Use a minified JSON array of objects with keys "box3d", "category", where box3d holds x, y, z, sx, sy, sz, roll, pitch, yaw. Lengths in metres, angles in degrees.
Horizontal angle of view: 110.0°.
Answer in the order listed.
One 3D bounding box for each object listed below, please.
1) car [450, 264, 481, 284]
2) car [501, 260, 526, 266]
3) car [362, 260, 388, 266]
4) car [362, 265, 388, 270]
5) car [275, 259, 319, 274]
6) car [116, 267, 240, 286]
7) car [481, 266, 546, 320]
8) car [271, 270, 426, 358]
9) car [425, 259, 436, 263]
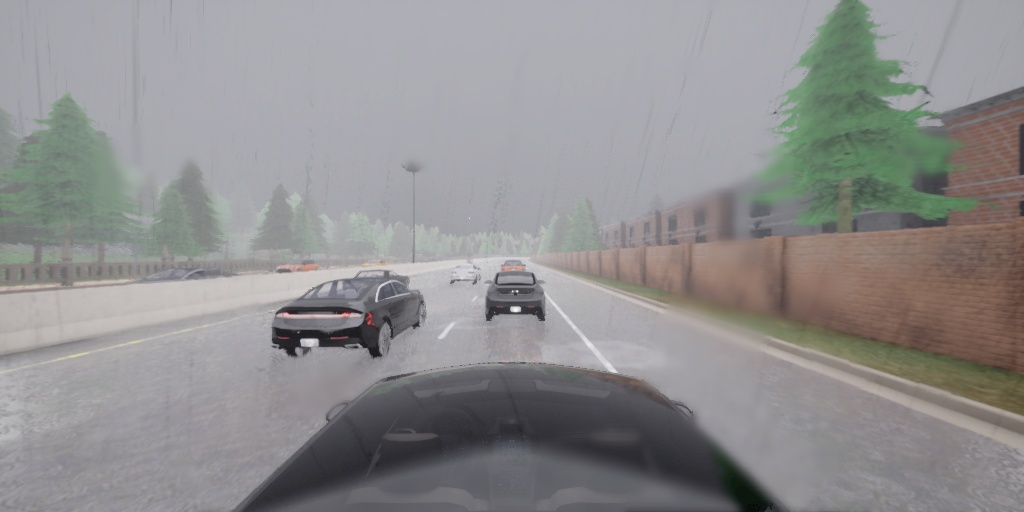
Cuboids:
[{"box3d":[-3.407,1.281,26.730,1.812,1.442,4.674,0,0,0],"category":"car"},{"box3d":[0.108,1.108,30.513,2.097,1.767,4.553,0,0,0],"category":"car"},{"box3d":[-17.537,1.238,45.961,1.882,1.535,5.008,0,0,1],"category":"car"},{"box3d":[-6.896,1.355,18.787,1.895,1.301,4.718,0,0,0],"category":"car"},{"box3d":[-21.068,1.110,35.337,2.097,1.767,4.553,0,0,0],"category":"car"},{"box3d":[-14.093,1.245,15.441,2.128,1.511,4.902,0,0,0],"category":"car"},{"box3d":[0.104,1.257,12.556,1.837,1.490,4.892,0,0,0],"category":"car"},{"box3d":[-3.396,1.243,8.451,2.128,1.511,4.902,0,0,0],"category":"car"},{"box3d":[-13.985,1.304,61.195,1.837,1.490,4.892,0,0,0],"category":"car"}]
